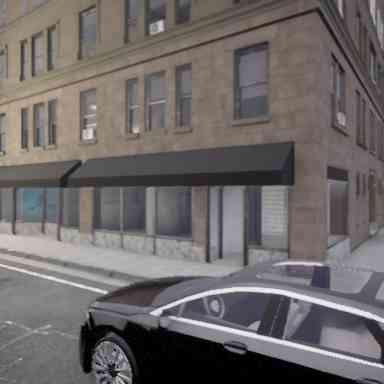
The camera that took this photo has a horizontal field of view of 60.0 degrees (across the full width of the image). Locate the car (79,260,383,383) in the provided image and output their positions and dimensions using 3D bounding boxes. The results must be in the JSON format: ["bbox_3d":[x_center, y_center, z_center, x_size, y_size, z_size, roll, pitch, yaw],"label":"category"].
[{"bbox_3d":[0.885,1.483,3.358,4.902,1.511,2.128,0,0,35],"label":"car"}]
